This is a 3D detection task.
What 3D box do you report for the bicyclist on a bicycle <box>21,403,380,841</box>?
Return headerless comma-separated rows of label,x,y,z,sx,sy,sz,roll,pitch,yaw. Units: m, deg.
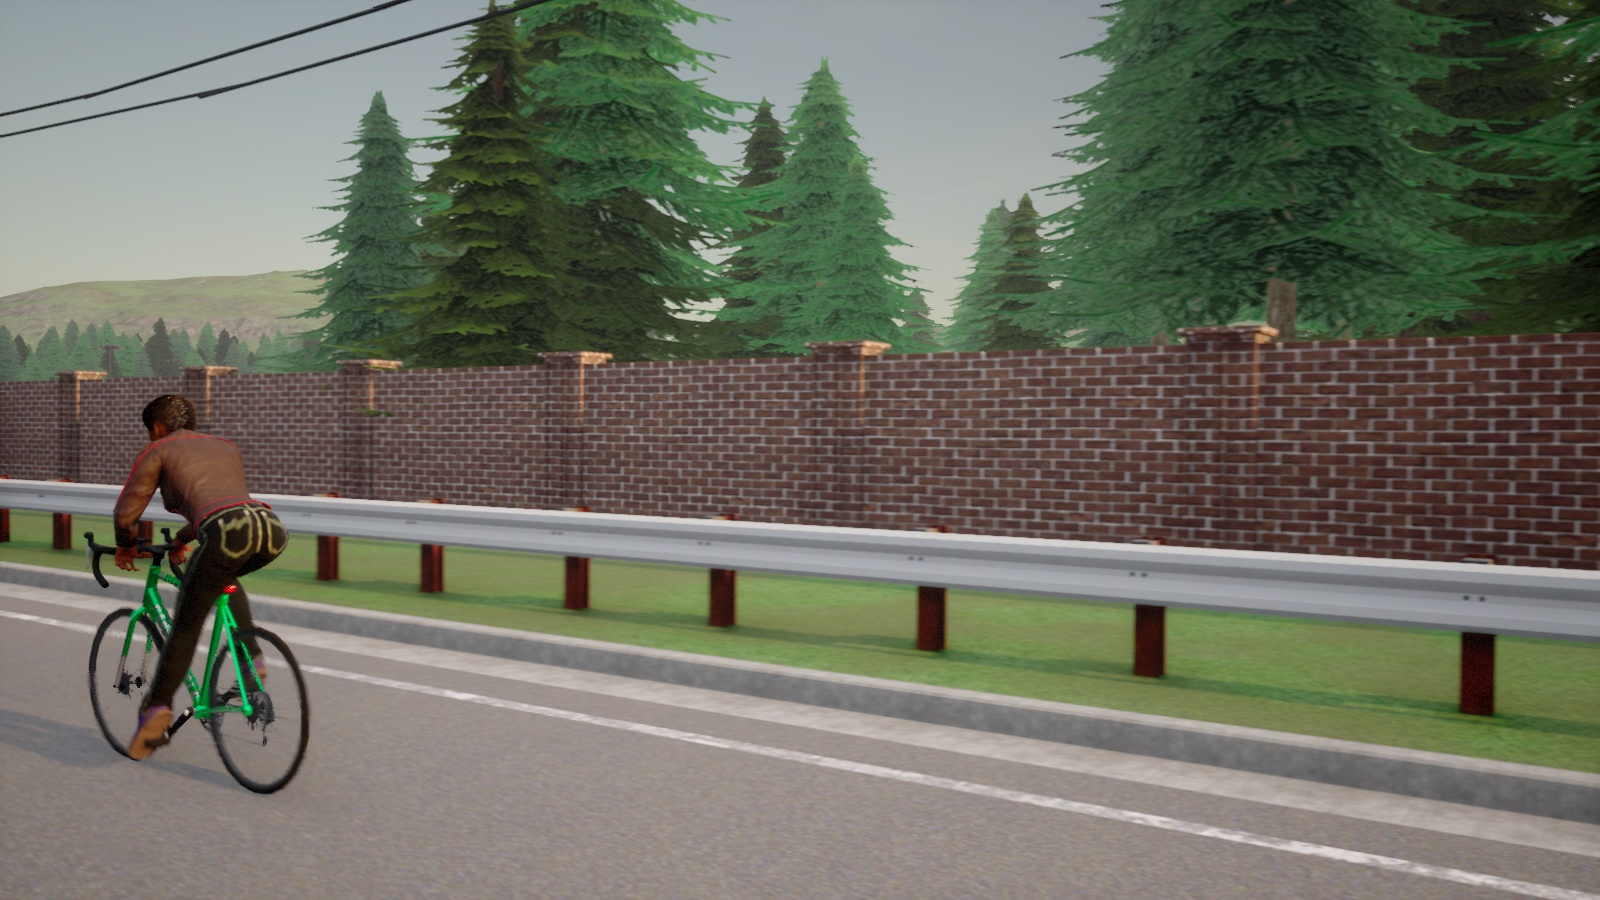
bicyclist on a bicycle,-2.574,0.635,5.332,1.656,1.620,0.582,0,1,34
